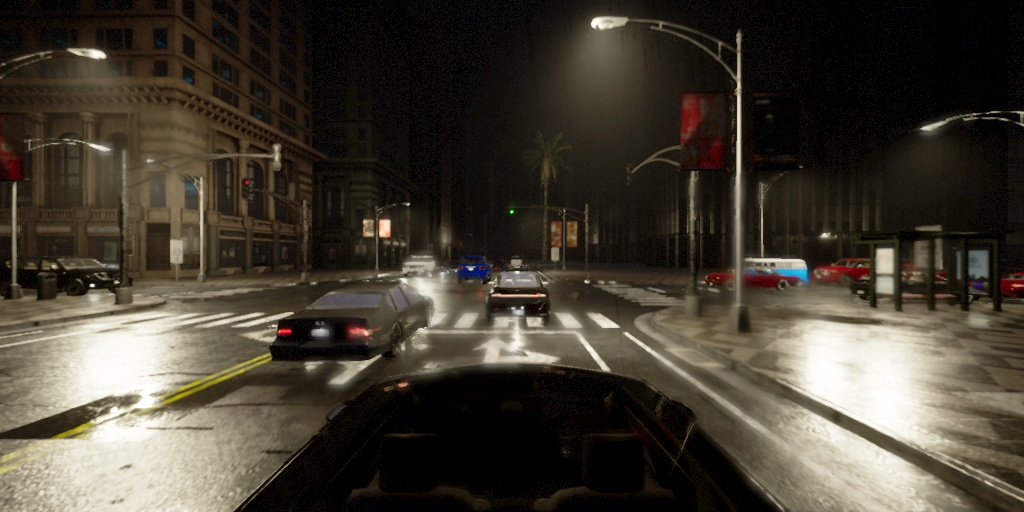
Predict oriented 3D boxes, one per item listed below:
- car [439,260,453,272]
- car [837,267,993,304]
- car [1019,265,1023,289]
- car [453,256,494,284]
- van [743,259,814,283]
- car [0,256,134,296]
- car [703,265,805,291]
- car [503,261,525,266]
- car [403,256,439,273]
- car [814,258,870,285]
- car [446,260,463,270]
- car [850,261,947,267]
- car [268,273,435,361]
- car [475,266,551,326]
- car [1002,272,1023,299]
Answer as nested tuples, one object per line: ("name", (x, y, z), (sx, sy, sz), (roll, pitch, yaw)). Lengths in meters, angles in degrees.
("car", (-9.273, 1.325, 46.799), (1.837, 1.490, 4.892), (0, 0, 1))
("car", (17.226, 1.321, 15.453), (4.403, 1.370, 2.007), (0, 0, 1))
("car", (33.508, 1.280, 21.106), (4.674, 1.442, 1.812), (0, 0, 1))
("car", (-2.840, 1.011, 27.775), (2.150, 2.045, 5.566), (0, 0, 1))
("van", (17.331, 1.100, 23.978), (3.998, 1.789, 1.690), (0, 0, 1))
("car", (-23.250, 1.020, 18.672), (5.566, 2.045, 2.150), (0, 0, 1))
("car", (14.125, 1.365, 21.355), (4.718, 1.301, 1.895), (0, 0, 3))
("car", (0.466, 1.398, 31.951), (1.895, 1.301, 4.718), (0, 0, 1))
("car", (-9.417, 1.026, 36.874), (2.150, 2.045, 5.566), (0, 0, 1))
("car", (23.008, 1.070, 23.907), (5.009, 1.841, 2.192), (0, 0, 1))
("car", (-9.070, 1.400, 56.722), (1.994, 1.385, 4.181), (0, 0, 1))
("car", (23.567, 1.236, 21.235), (5.008, 1.535, 1.882), (0, 0, 1))
("car", (-3.174, 1.307, 8.374), (2.033, 1.411, 5.357), (0, 0, -1))
("car", (0.205, 1.257, 11.767), (2.128, 1.511, 4.902), (0, 0, 1))
("car", (22.903, 1.349, 15.382), (4.207, 1.307, 1.802), (0, 0, 1))
